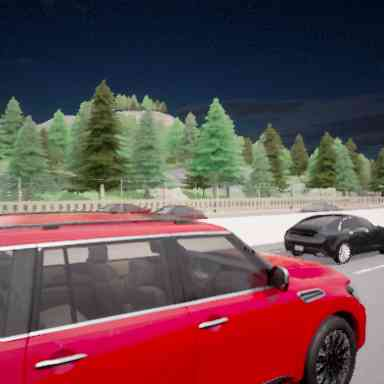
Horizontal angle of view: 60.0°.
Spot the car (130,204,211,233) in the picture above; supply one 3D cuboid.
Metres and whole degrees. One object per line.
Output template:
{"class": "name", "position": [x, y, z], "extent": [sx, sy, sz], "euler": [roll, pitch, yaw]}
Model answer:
{"class": "car", "position": [-1.221, 1.542, 20.316], "extent": [4.674, 1.442, 1.812], "euler": [0, 0, -35]}

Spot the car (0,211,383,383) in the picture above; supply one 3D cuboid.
{"class": "car", "position": [-0.519, 1.224, 3.380], "extent": [5.566, 2.045, 2.150], "euler": [0, 0, -35]}

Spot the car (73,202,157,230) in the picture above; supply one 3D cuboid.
{"class": "car", "position": [-4.984, 1.491, 21.931], "extent": [5.008, 1.535, 1.882], "euler": [0, 0, -35]}

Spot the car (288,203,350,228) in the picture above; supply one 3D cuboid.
{"class": "car", "position": [8.922, 1.557, 23.233], "extent": [4.674, 1.442, 1.812], "euler": [0, 0, -36]}
